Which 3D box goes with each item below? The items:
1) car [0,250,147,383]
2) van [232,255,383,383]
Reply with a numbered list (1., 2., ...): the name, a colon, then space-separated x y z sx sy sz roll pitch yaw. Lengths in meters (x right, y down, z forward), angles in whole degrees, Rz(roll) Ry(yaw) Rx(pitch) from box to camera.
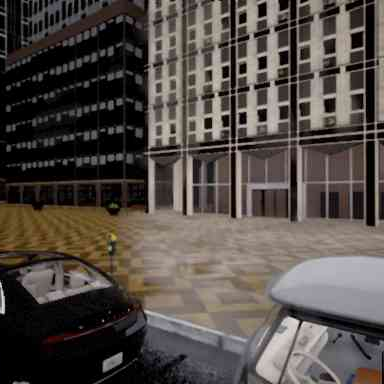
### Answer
1. car: -2.599 1.524 4.737 4.403 1.369 2.008 0 0 36
2. van: 2.034 1.346 1.434 3.998 1.788 1.690 0 0 36
